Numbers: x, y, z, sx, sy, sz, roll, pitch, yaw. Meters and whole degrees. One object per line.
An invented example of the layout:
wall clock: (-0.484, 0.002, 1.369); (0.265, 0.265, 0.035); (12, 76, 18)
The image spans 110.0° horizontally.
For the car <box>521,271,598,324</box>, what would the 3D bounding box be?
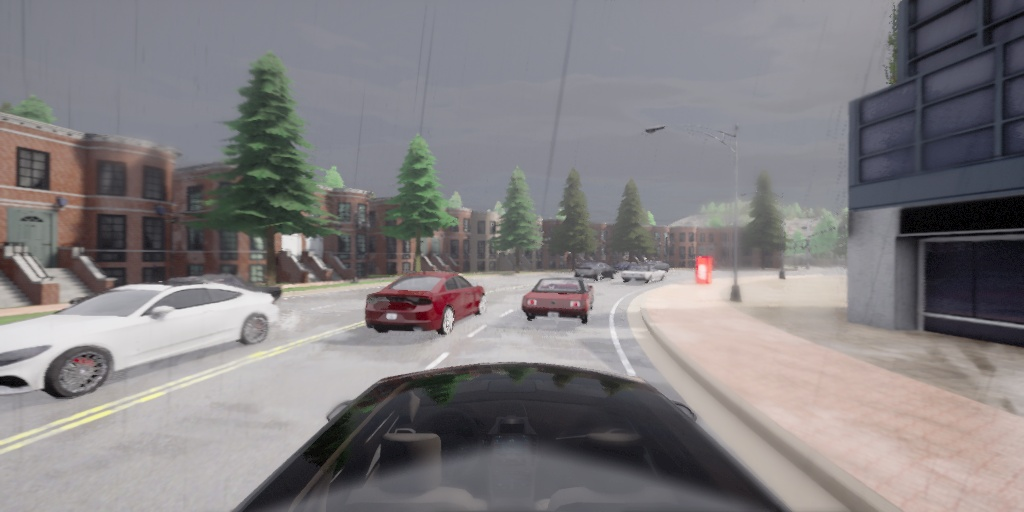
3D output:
car: (1.757, 1.348, 12.128); (1.895, 1.301, 4.718); (0, 0, 16)

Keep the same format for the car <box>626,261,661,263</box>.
car: (16.006, 1.297, 41.312); (4.902, 1.511, 2.128); (0, 0, -30)

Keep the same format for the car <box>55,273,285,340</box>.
car: (-9.512, 1.271, 10.684); (1.895, 1.301, 4.718); (0, 0, 12)

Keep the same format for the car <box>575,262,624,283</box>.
car: (6.787, 1.250, 28.662); (2.128, 1.511, 4.902); (0, 0, 39)

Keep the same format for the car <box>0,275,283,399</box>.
car: (-6.595, 1.222, 6.610); (1.812, 1.442, 4.674); (0, 0, 8)

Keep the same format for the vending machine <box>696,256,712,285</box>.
vending machine: (13.008, 1.004, 24.292); (1.100, 2.100, 0.880); (0, 0, 41)

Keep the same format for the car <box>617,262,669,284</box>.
car: (10.123, 1.385, 27.350); (1.895, 1.301, 4.718); (0, 0, 41)

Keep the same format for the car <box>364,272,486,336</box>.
car: (-2.191, 1.200, 10.452); (1.882, 1.535, 5.008); (0, 0, 12)
